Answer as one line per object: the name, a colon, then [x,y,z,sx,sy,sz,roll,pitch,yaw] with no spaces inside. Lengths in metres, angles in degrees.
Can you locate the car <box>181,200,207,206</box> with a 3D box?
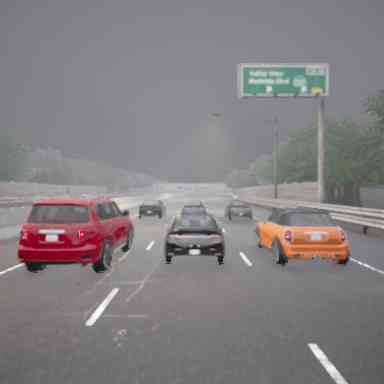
car: [0.171,1.413,26.989,2.128,1.511,4.902,0,0,1]

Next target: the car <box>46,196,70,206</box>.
car: [-20.735,1.358,51.682,1.812,1.442,4.674,0,0,1]

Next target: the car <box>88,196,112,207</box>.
car: [-13.773,1.330,50.004,2.128,1.511,4.902,0,0,1]

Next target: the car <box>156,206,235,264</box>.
car: [0.097,1.464,11.735,2.128,1.511,4.902,0,0,1]

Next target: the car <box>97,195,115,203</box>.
car: [-17.000,1.324,66.104,2.033,1.411,5.357,0,0,1]

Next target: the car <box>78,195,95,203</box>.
car: [-20.522,1.311,64.931,1.812,1.442,4.674,0,0,1]

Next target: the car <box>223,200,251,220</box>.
car: [3.671,1.413,26.949,2.128,1.511,4.902,0,0,1]

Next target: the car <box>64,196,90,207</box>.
car: [-17.272,1.330,50.033,2.128,1.511,4.902,0,0,1]

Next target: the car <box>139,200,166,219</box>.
car: [-3.313,1.393,28.478,1.882,1.535,5.008,0,0,1]

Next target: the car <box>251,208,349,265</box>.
car: [3.597,1.324,11.708,2.097,1.767,4.553,0,0,1]

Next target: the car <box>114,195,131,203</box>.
car: [-13.523,1.332,64.866,2.033,1.411,5.357,0,0,1]

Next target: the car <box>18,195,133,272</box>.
car: [-3.412,1.198,10.855,2.150,2.045,5.566,0,0,1]
